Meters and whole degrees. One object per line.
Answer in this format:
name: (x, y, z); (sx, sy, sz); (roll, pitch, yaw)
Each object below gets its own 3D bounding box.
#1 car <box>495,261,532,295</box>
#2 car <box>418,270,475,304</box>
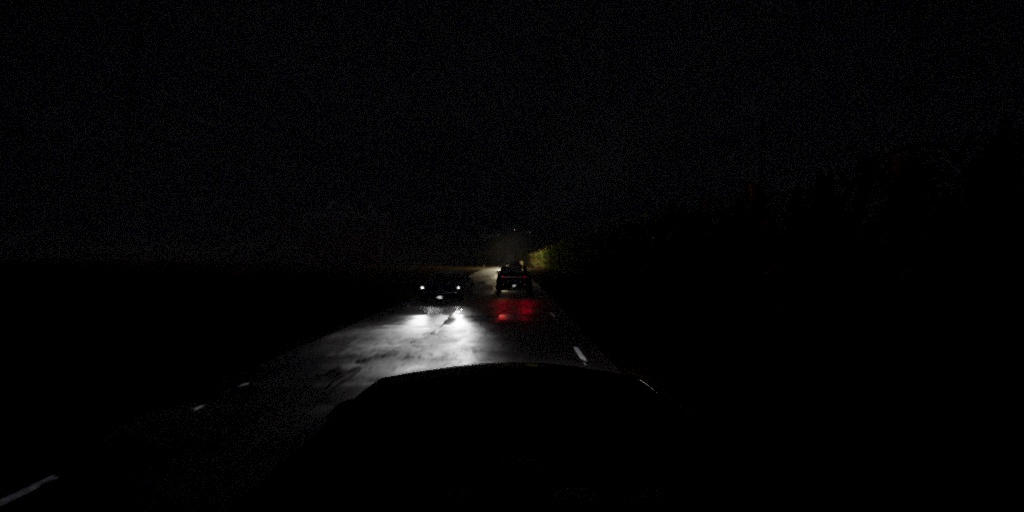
car: (0.104, 1.242, 19.796); (2.128, 1.511, 4.902); (0, 0, 0)
car: (-2.845, 1.343, 16.397); (1.895, 1.301, 4.718); (0, 0, 0)
